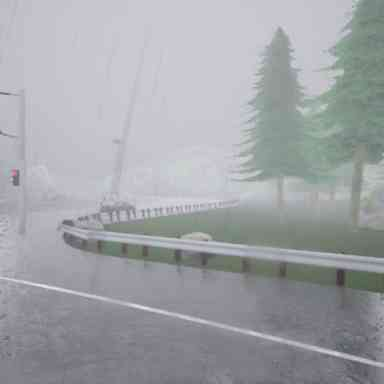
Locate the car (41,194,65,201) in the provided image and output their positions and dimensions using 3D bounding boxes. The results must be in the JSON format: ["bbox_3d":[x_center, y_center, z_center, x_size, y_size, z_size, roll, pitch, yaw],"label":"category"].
[{"bbox_3d":[-25.832,1.486,62.775,2.150,2.045,5.566,0,0,22],"label":"car"}]

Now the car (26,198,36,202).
[{"bbox_3d":[-30.533,1.846,60.728,1.994,1.385,4.181,0,0,24],"label":"car"}]

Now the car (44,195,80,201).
[{"bbox_3d":[-23.330,1.792,59.855,2.033,1.411,5.357,0,0,24],"label":"car"}]

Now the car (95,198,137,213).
[{"bbox_3d":[-7.585,1.633,34.587,1.812,1.442,4.674,0,0,24],"label":"car"}]

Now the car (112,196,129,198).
[{"bbox_3d":[-15.371,1.752,74.506,2.128,1.511,4.902,0,0,10],"label":"car"}]

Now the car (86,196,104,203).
[{"bbox_3d":[-22.191,1.794,76.204,2.128,1.511,4.902,0,0,10],"label":"car"}]

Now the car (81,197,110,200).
[{"bbox_3d":[-18.249,1.747,63.233,1.812,1.442,4.674,0,0,22],"label":"car"}]

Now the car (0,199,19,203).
[{"bbox_3d":[-25.887,1.758,45.568,1.812,1.442,4.674,0,0,24],"label":"car"}]
